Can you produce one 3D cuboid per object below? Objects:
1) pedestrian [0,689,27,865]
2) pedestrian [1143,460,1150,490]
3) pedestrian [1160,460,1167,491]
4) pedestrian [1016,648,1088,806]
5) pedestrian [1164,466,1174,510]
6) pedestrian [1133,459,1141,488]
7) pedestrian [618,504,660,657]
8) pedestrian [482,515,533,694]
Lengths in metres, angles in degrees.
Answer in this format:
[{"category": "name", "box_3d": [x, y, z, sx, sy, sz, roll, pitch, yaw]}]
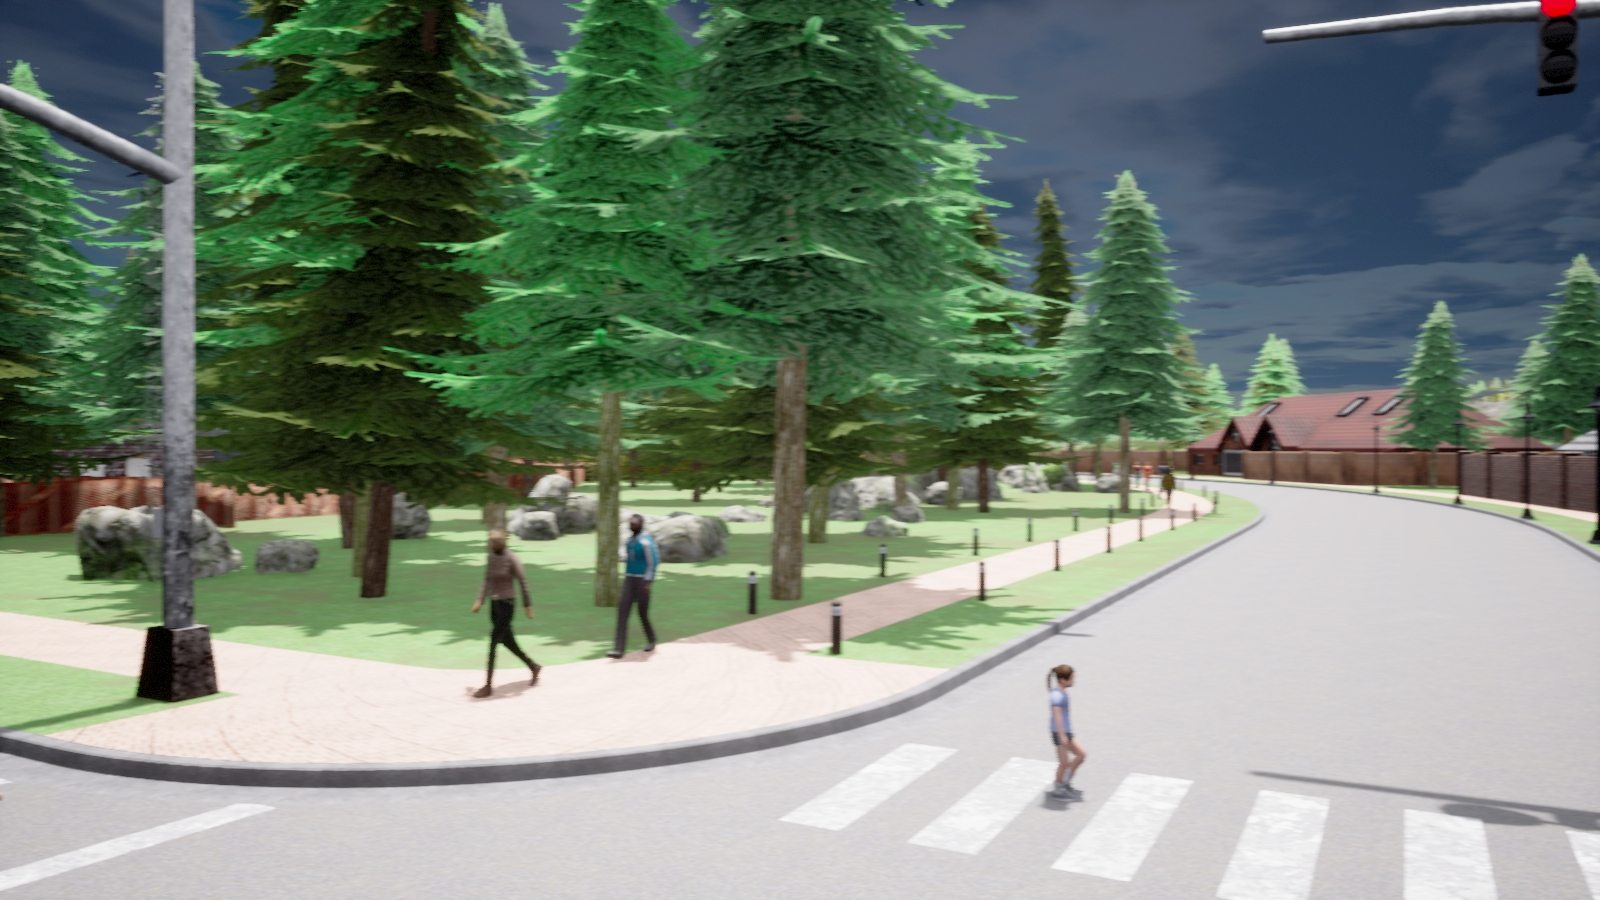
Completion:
[{"category": "pedestrian", "box_3d": [-5.525, 2.180, 7.548, 0.500, 1.100, 0.500, 0, 0, 20]}, {"category": "pedestrian", "box_3d": [21.765, 1.559, 71.671, 0.375, 1.860, 0.375, 0, 0, 11]}, {"category": "pedestrian", "box_3d": [22.309, 1.564, 70.067, 0.375, 1.860, 0.375, 0, 0, 12]}, {"category": "pedestrian", "box_3d": [2.012, 2.185, 9.104, 0.500, 1.100, 0.500, 0, 0, 20]}, {"category": "pedestrian", "box_3d": [15.705, 1.595, 48.596, 0.375, 1.860, 0.375, 0, 0, 20]}, {"category": "pedestrian", "box_3d": [22.216, 1.553, 75.319, 0.375, 1.860, 0.375, 0, 0, 5]}, {"category": "pedestrian", "box_3d": [-2.031, 1.627, 14.399, 0.375, 1.860, 0.375, 0, 0, 28]}, {"category": "pedestrian", "box_3d": [-3.155, 1.643, 12.318, 0.375, 1.860, 0.375, 0, 0, 32]}]
